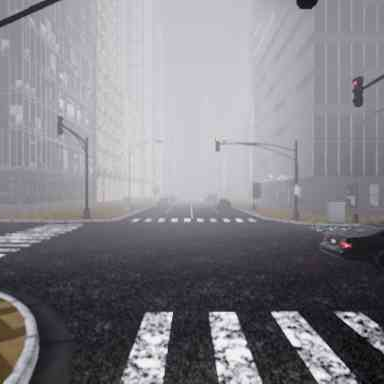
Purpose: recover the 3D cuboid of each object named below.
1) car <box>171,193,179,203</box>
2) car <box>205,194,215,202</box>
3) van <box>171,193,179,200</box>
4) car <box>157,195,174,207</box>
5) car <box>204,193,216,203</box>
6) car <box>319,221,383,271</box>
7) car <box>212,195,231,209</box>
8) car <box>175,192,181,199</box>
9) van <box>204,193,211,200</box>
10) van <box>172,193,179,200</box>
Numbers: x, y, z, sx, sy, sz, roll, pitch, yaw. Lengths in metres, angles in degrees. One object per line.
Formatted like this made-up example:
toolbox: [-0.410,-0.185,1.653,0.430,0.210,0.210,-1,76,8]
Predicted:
car: [-4.079,1.375,64.249,1.947,1.339,4.313,0,0,0]
car: [3.779,1.226,69.807,1.967,1.590,4.097,0,0,0]
van: [-4.145,1.083,80.831,1.690,1.788,3.998,0,0,0]
car: [-4.014,1.452,47.666,1.802,1.307,4.206,0,0,0]
car: [3.801,1.123,64.279,2.192,1.841,5.009,0,0,0]
car: [7.009,1.665,10.747,5.357,1.411,2.033,1,0,-3]
car: [3.937,1.455,42.171,1.947,1.339,4.313,0,0,0]
car: [-4.123,1.204,75.304,1.967,1.590,4.097,0,0,0]
van: [3.735,1.083,80.862,1.690,1.788,3.998,0,0,0]
van: [-4.166,1.061,86.358,1.690,1.788,3.998,0,0,0]
